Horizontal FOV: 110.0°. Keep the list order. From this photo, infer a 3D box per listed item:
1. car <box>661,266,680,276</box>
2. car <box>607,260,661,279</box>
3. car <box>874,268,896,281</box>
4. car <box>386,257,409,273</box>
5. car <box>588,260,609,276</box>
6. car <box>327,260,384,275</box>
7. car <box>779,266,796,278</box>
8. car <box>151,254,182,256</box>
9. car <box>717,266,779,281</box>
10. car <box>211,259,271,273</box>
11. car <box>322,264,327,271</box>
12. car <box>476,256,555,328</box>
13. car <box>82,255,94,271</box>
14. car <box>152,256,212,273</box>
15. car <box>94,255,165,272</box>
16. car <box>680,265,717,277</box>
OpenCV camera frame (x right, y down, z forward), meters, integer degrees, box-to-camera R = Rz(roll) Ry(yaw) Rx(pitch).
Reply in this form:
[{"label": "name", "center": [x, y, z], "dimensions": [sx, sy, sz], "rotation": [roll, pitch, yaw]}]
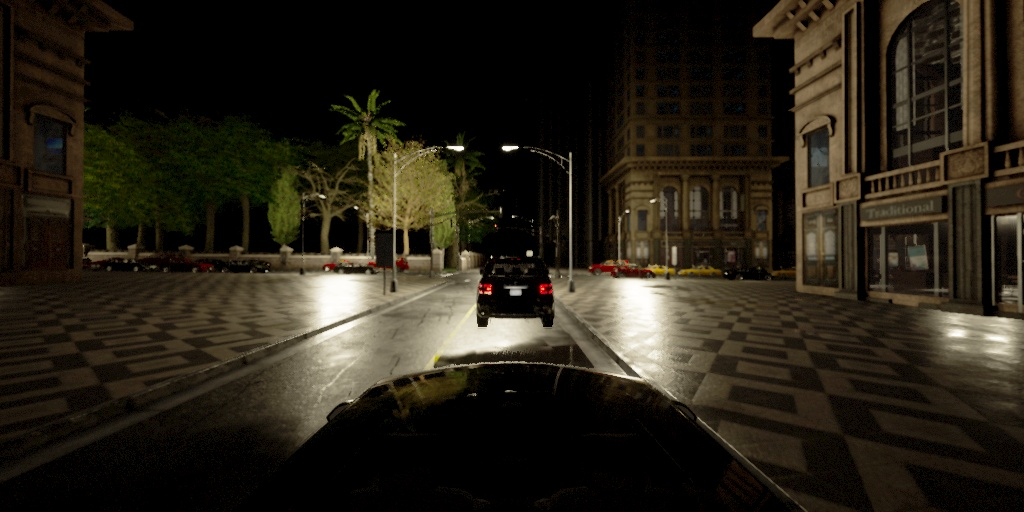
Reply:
[{"label": "car", "center": [17.172, 1.720, 43.398], "dimensions": [4.829, 1.417, 1.751], "rotation": [0, 0, 0]}, {"label": "car", "center": [11.800, 1.484, 34.880], "dimensions": [4.097, 1.591, 1.967], "rotation": [0, 0, 0]}, {"label": "car", "center": [33.959, 1.901, 34.850], "dimensions": [4.313, 1.339, 1.948], "rotation": [0, 0, 0]}, {"label": "car", "center": [-15.037, 1.051, 43.443], "dimensions": [5.009, 1.841, 2.192], "rotation": [0, 0, 0]}, {"label": "car", "center": [11.801, 1.434, 43.406], "dimensions": [5.009, 1.841, 2.192], "rotation": [0, 0, 0]}, {"label": "car", "center": [-15.037, 1.212, 34.918], "dimensions": [4.403, 1.370, 2.007], "rotation": [0, 0, 0]}, {"label": "car", "center": [33.793, 1.936, 43.375], "dimensions": [4.829, 1.417, 1.751], "rotation": [0, 0, 0]}, {"label": "car", "center": [-42.657, 0.632, 43.481], "dimensions": [5.009, 1.841, 2.192], "rotation": [0, 0, 0]}, {"label": "car", "center": [22.880, 1.758, 34.865], "dimensions": [4.313, 1.339, 1.948], "rotation": [0, 0, 0]}, {"label": "car", "center": [-26.085, 1.063, 34.933], "dimensions": [4.313, 1.339, 1.948], "rotation": [0, 0, 0]}, {"label": "car", "center": [-20.561, 1.200, 43.451], "dimensions": [4.507, 1.381, 1.888], "rotation": [0, 0, 0]}, {"label": "car", "center": [0.087, 1.005, 11.711], "dimensions": [2.150, 2.045, 5.566], "rotation": [0, 0, 0]}, {"label": "car", "center": [-42.657, 0.824, 34.956], "dimensions": [4.207, 1.307, 1.802], "rotation": [0, 0, 0]}, {"label": "car", "center": [-31.610, 0.958, 34.941], "dimensions": [4.507, 1.381, 1.888], "rotation": [0, 0, 0]}, {"label": "car", "center": [-37.134, 0.879, 34.948], "dimensions": [4.403, 1.370, 2.007], "rotation": [0, 0, 0]}, {"label": "car", "center": [22.712, 1.793, 43.391], "dimensions": [4.829, 1.417, 1.751], "rotation": [0, 0, 0]}]
